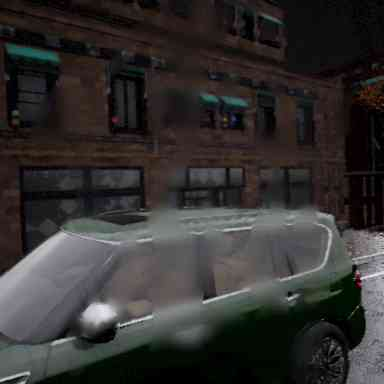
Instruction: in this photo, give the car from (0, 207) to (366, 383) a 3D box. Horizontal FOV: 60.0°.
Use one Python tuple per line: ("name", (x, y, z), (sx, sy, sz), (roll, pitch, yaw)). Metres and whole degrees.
("car", (-0.509, 1.221, 3.330), (5.566, 2.045, 2.150), (0, 0, -35))
